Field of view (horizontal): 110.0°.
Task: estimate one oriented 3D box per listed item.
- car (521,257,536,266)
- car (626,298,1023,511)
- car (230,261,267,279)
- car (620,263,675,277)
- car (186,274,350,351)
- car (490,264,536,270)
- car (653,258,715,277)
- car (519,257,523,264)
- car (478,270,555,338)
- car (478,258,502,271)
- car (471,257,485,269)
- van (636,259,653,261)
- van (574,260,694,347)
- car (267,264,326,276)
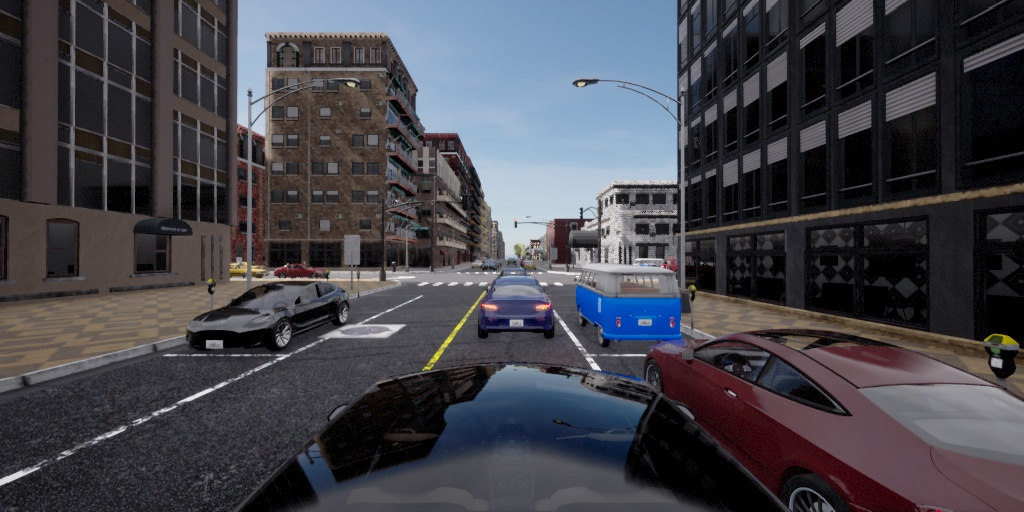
[{"bbox_3d":[2.684,1.311,53.967,1.751,1.417,4.829,0,0,0],"label":"car"},{"bbox_3d":[2.657,1.332,3.321,1.802,1.307,4.207,0,0,0],"label":"car"},{"bbox_3d":[-22.963,1.216,29.801,4.829,1.417,1.751,0,0,0],"label":"car"},{"bbox_3d":[13.398,1.418,35.706,4.718,1.301,1.895,0,0,1],"label":"car"},{"bbox_3d":[-5.691,1.317,9.035,1.948,1.339,4.313,0,0,0],"label":"car"},{"bbox_3d":[0.090,1.318,18.462,1.994,1.385,4.181,0,0,0],"label":"car"},{"bbox_3d":[14.916,1.108,29.896,5.009,1.841,2.192,0,0,0],"label":"car"},{"bbox_3d":[2.683,1.382,64.875,1.802,1.307,4.207,0,0,0],"label":"car"},{"bbox_3d":[0.100,1.277,10.010,1.812,1.442,4.674,0,0,0],"label":"car"},{"bbox_3d":[-3.067,1.329,50.642,2.033,1.411,5.357,0,0,3],"label":"car"},{"bbox_3d":[-5.698,1.318,59.164,1.751,1.417,4.829,0,0,0],"label":"car"},{"bbox_3d":[14.893,1.175,38.276,3.998,1.789,1.690,0,0,0],"label":"van"},{"bbox_3d":[2.656,1.092,9.010,1.690,1.789,3.998,0,0,0],"label":"van"},{"bbox_3d":[-17.471,1.284,29.815,4.207,1.307,1.802,0,0,0],"label":"car"}]
